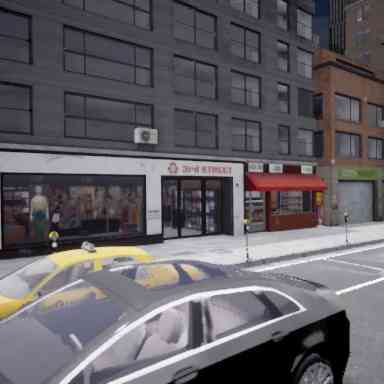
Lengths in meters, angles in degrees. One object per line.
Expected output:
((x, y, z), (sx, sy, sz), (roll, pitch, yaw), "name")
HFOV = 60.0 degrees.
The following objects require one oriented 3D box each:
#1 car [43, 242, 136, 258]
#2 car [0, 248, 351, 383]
((-1.912, 1.525, 5.295), (4.829, 1.417, 1.752), (0, -1, -35), "car")
((-0.514, 1.491, 3.009), (4.902, 1.511, 2.128), (0, 0, -35), "car")
